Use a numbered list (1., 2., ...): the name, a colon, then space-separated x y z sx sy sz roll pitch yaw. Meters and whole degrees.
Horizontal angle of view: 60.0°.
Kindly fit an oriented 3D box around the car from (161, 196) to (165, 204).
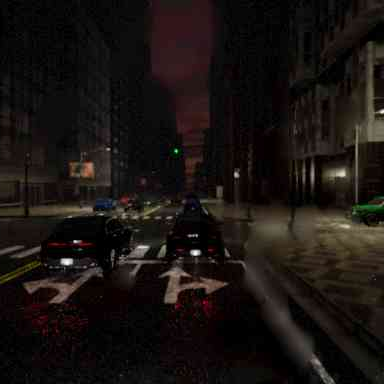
1. car: -6.494 1.533 67.918 1.837 1.490 4.892 0 0 0

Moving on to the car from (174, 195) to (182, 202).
1. car: -3.241 1.456 76.938 1.812 1.442 4.674 0 0 0

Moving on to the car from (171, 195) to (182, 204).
1. car: -3.243 1.617 66.936 1.994 1.385 4.181 0 0 0

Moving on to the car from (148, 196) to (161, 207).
1. car: -6.560 1.533 52.790 2.128 1.511 4.902 0 0 0

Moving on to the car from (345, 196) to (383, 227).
1. car: 13.577 1.279 22.865 5.566 2.045 2.150 -1 1 0

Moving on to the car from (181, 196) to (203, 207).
1. car: 0.105 1.503 35.773 1.882 1.535 5.008 0 0 0

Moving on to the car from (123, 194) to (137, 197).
1. car: -9.808 1.265 52.649 2.150 2.045 5.566 0 0 0

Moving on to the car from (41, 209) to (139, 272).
1. car: -3.149 1.509 10.797 1.837 1.490 4.892 0 0 0

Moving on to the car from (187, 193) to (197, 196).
1. car: 0.007 1.276 66.548 2.150 2.045 5.566 0 0 0

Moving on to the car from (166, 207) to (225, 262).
1. car: 0.103 1.511 12.092 1.837 1.490 4.892 0 0 0

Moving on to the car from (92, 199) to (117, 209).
1. car: -9.830 1.505 37.743 1.882 1.535 5.008 0 1 -1

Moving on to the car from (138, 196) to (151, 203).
1. car: -9.741 1.584 68.281 1.994 1.385 4.181 0 0 0

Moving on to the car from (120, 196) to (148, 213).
1. car: -6.588 1.530 38.199 1.837 1.490 4.892 0 1 0
